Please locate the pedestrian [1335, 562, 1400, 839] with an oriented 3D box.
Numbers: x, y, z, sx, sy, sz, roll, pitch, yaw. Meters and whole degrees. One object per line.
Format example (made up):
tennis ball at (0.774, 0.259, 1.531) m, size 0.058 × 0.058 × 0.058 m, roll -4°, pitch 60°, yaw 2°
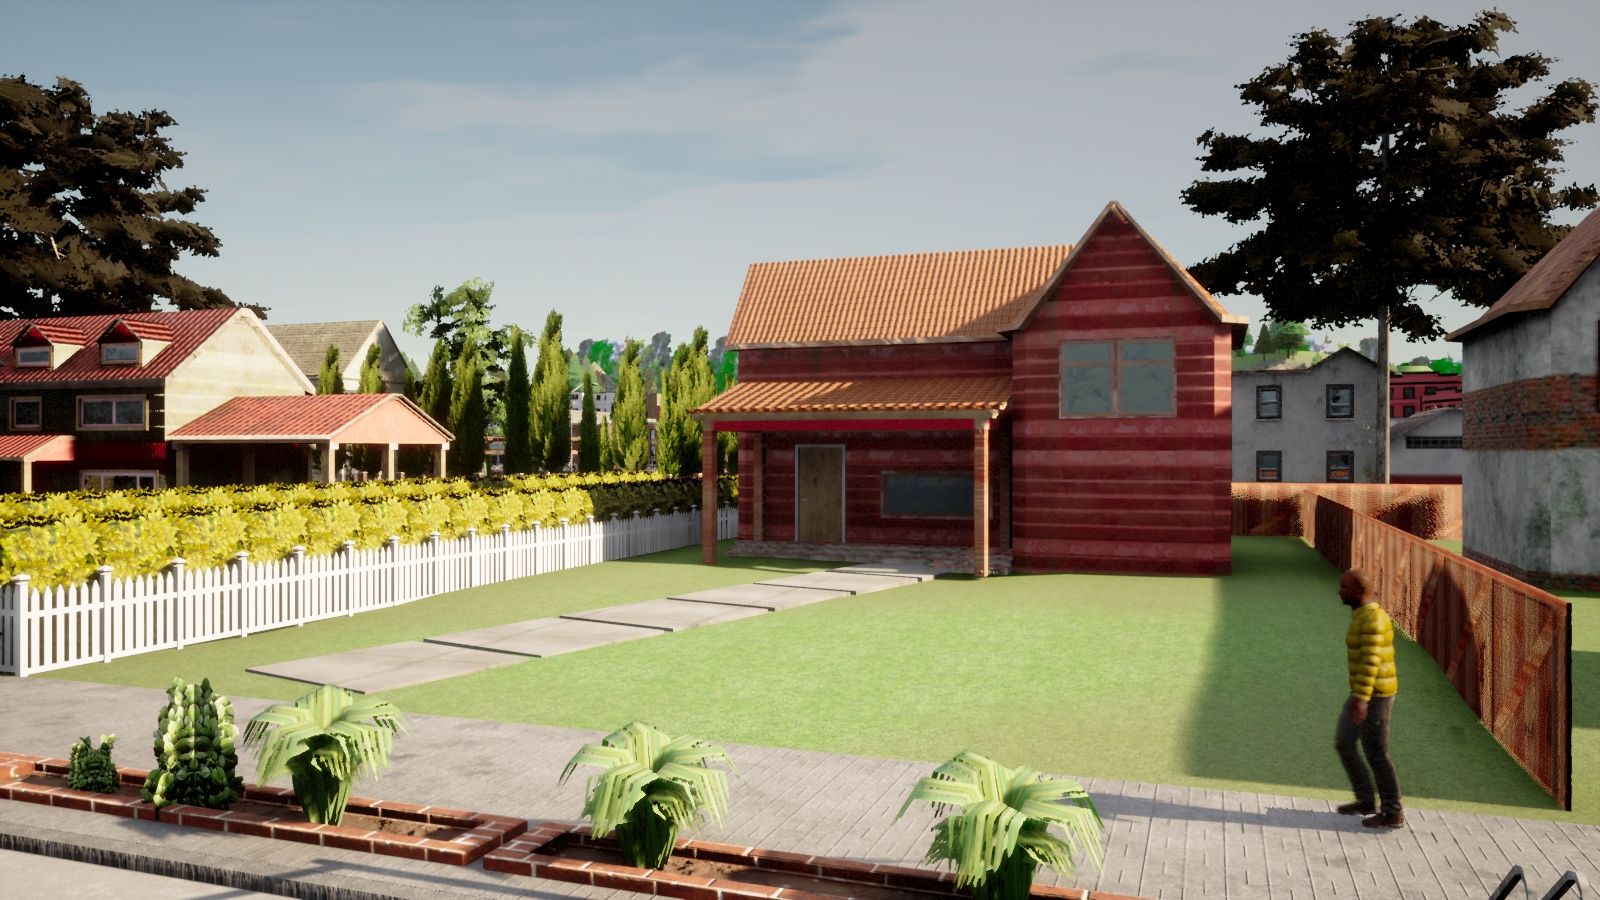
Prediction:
pedestrian at (4.012, 1.744, 8.095) m, size 0.375 × 1.860 × 0.375 m, roll 0°, pitch 0°, yaw 20°
